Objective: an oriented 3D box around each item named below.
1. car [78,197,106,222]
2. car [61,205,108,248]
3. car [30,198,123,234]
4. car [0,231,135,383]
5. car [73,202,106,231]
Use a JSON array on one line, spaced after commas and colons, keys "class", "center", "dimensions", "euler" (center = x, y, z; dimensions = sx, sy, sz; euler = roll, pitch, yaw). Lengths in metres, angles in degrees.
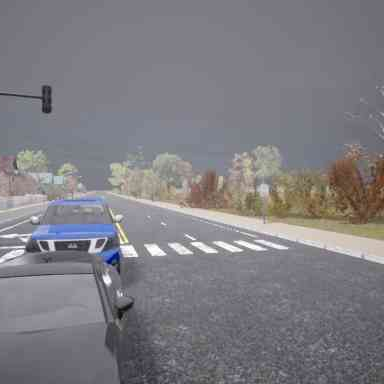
[{"class": "car", "center": [-8.202, 1.338, 27.498], "dimensions": [2.097, 1.767, 4.553], "euler": [0, 0, -15]}, {"class": "car", "center": [-5.039, 1.499, 16.028], "dimensions": [1.837, 1.490, 4.892], "euler": [0, 0, -15]}, {"class": "car", "center": [-3.363, 1.218, 9.962], "dimensions": [2.150, 2.045, 5.566], "euler": [0, 0, -15]}, {"class": "car", "center": [-1.705, 1.524, 3.878], "dimensions": [1.812, 1.442, 4.674], "euler": [0, 0, -13]}, {"class": "car", "center": [-6.625, 1.468, 21.769], "dimensions": [1.882, 1.535, 5.008], "euler": [0, 0, -16]}]
